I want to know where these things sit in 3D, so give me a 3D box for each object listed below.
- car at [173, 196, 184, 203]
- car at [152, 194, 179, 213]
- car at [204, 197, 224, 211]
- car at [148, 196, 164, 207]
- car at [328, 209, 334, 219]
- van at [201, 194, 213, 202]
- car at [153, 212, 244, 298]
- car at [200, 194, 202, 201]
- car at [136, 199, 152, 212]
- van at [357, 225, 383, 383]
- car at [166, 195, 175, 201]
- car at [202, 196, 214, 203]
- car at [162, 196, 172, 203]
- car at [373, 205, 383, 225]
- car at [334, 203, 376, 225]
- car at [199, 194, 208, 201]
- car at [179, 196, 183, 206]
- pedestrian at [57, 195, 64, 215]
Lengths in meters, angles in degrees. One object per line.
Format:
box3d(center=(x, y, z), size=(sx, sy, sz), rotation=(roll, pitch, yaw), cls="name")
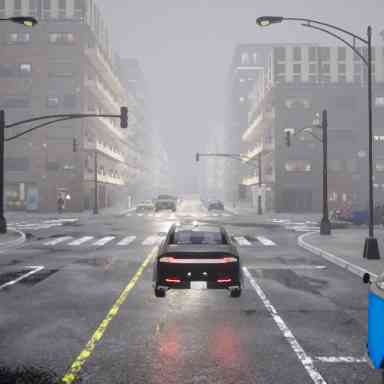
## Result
box3d(center=(-2.793, 1.568, 69.333), size=(2.033, 1.411, 5.357), rotation=(0, 0, 0), cls="car")
box3d(center=(-2.918, 1.235, 37.177), size=(2.150, 2.045, 5.566), rotation=(0, 0, -1), cls="car")
box3d(center=(2.822, 1.581, 39.979), size=(1.947, 1.339, 4.313), rotation=(1, 0, 0), cls="car")
box3d(center=(-5.522, 1.460, 51.289), size=(1.967, 1.590, 4.097), rotation=(1, 0, 0), cls="car")
box3d(center=(13.726, 1.609, 28.131), size=(4.097, 1.590, 1.967), rotation=(0, -1, 1), cls="car")
box3d(center=(2.877, 1.364, 56.906), size=(1.690, 1.788, 3.998), rotation=(1, 0, 0), cls="van")
box3d(center=(0.126, 1.494, 8.523), size=(2.128, 1.511, 4.902), rotation=(0, 0, 0), cls="car")
box3d(center=(2.908, 1.554, 68.362), size=(1.752, 1.417, 4.829), rotation=(1, 0, 0), cls="car")
box3d(center=(-5.557, 1.540, 39.834), size=(1.752, 1.417, 4.829), rotation=(1, 0, 0), cls="car")
box3d(center=(2.680, 1.342, 2.033), size=(1.690, 1.788, 3.998), rotation=(1, 0, 0), cls="van")
box3d(center=(-5.423, 1.590, 85.145), size=(2.008, 1.369, 4.403), rotation=(1, 0, 0), cls="car")
box3d(center=(2.839, 1.568, 45.622), size=(2.008, 1.369, 4.403), rotation=(1, 0, 0), cls="car")
box3d(center=(-5.456, 1.577, 73.860), size=(1.887, 1.381, 4.507), rotation=(1, 0, 0), cls="car")
box3d(center=(13.597, 1.583, 19.750), size=(4.313, 1.339, 1.947), rotation=(0, -1, 1), cls="car")
box3d(center=(12.766, 1.603, 22.173), size=(5.357, 1.411, 2.033), rotation=(0, -1, -1), cls="car")
box3d(center=(2.961, 1.354, 85.119), size=(2.192, 1.841, 5.009), rotation=(1, 0, 0), cls="car")
box3d(center=(-2.927, 1.372, 54.133), size=(2.097, 1.767, 4.553), rotation=(0, 0, 0), cls="car")
box3d(center=(-12.445, 1.218, 31.466), size=(0.375, 1.860, 0.375), rotation=(0, -1, 1), cls="pedestrian")
